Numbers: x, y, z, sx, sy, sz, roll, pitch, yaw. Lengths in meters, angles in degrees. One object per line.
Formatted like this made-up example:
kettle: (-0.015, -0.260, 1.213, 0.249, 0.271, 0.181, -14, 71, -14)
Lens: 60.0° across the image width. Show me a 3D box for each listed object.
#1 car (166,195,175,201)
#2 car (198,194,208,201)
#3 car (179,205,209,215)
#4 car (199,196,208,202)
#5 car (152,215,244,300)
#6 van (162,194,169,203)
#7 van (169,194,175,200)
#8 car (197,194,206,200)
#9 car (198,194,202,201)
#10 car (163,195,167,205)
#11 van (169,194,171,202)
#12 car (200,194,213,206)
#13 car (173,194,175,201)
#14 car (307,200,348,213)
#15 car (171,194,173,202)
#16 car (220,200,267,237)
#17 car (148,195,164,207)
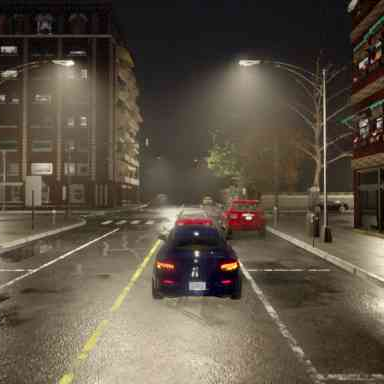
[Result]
car: (-5.696, 1.625, 89.479, 2.008, 1.369, 4.403, 1, 0, 0)
car: (2.689, 1.382, 83.934, 2.192, 1.841, 5.009, 1, 0, 0)
car: (0.097, 1.609, 18.025, 1.895, 1.301, 4.718, 0, 0, 0)
car: (2.686, 1.626, 78.395, 1.947, 1.339, 4.313, 1, 0, 0)
car: (0.100, 1.529, 8.281, 1.812, 1.442, 4.674, 0, 0, 0)
van: (-5.686, 1.383, 61.785, 1.690, 1.788, 3.998, 1, 0, 0)
van: (-5.694, 1.422, 95.017, 1.690, 1.788, 3.998, 1, 0, 0)
car: (2.687, 1.396, 95.009, 2.192, 1.841, 5.009, 1, 0, 0)
car: (2.688, 1.605, 72.856, 2.008, 1.369, 4.403, 1, 0, 0)
car: (-5.689, 1.619, 56.246, 1.802, 1.307, 4.206, 1, 0, 0)
van: (-5.687, 1.389, 67.324, 1.690, 1.788, 3.998, 1, 0, 0)
car: (2.692, 1.563, 56.413, 1.752, 1.417, 4.829, 1, 0, 0)
car: (-5.693, 1.611, 78.401, 2.008, 1.369, 4.403, 1, 0, 0)
car: (15.205, 1.609, 37.248, 4.313, 1.339, 1.947, 0, -1, 1)
car: (-5.692, 1.636, 72.863, 1.802, 1.307, 4.206, 1, 0, 0)
car: (2.704, 1.323, 18.212, 2.192, 1.841, 5.009, 1, 0, 0)
car: (-5.688, 1.614, 50.709, 1.802, 1.307, 4.206, 1, 0, 0)
